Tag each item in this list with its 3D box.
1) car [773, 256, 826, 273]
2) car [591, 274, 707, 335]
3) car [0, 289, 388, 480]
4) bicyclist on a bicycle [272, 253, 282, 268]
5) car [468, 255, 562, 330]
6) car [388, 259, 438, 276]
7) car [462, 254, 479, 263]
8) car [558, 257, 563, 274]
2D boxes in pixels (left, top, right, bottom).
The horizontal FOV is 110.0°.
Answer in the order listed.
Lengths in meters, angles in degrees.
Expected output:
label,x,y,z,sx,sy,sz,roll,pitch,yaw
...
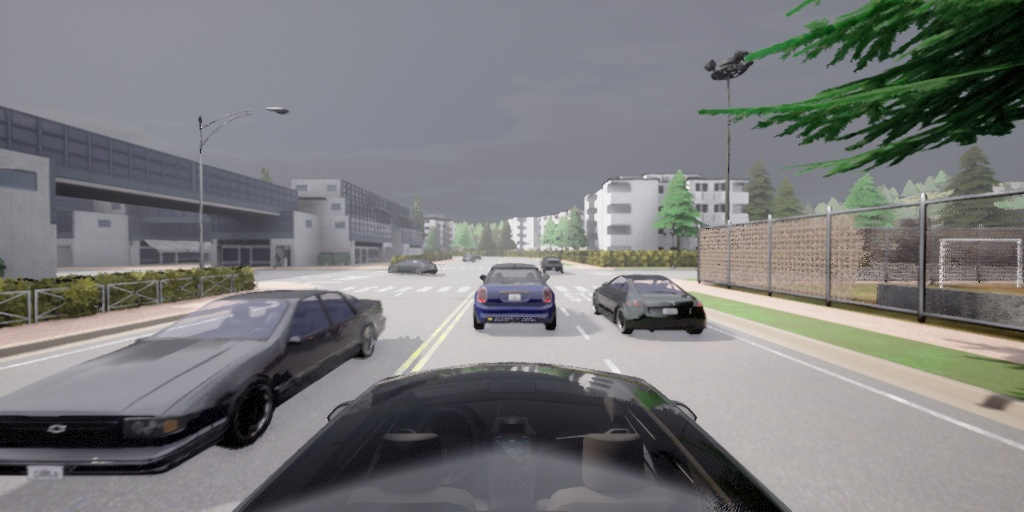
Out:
label,x,y,z,sx,sy,sz,roll,pitch,yaw
car,25.669,0.780,32.067,4.902,1.511,2.128,0,1,0
car,3.575,1.190,10.087,1.994,1.385,4.181,0,1,0
car,-3.585,1.243,5.416,2.033,1.411,5.357,0,1,0
bicyclist on a bicycle,-25.410,0.510,38.825,0.582,1.620,1.656,0,1,0
car,0.076,0.972,10.720,2.097,1.767,4.553,0,1,0
car,-8.325,0.899,30.056,4.181,1.385,1.994,0,1,25
car,-7.335,0.366,61.521,2.128,1.511,4.902,0,1,0
car,3.554,0.797,32.985,1.837,1.490,4.892,0,1,0
